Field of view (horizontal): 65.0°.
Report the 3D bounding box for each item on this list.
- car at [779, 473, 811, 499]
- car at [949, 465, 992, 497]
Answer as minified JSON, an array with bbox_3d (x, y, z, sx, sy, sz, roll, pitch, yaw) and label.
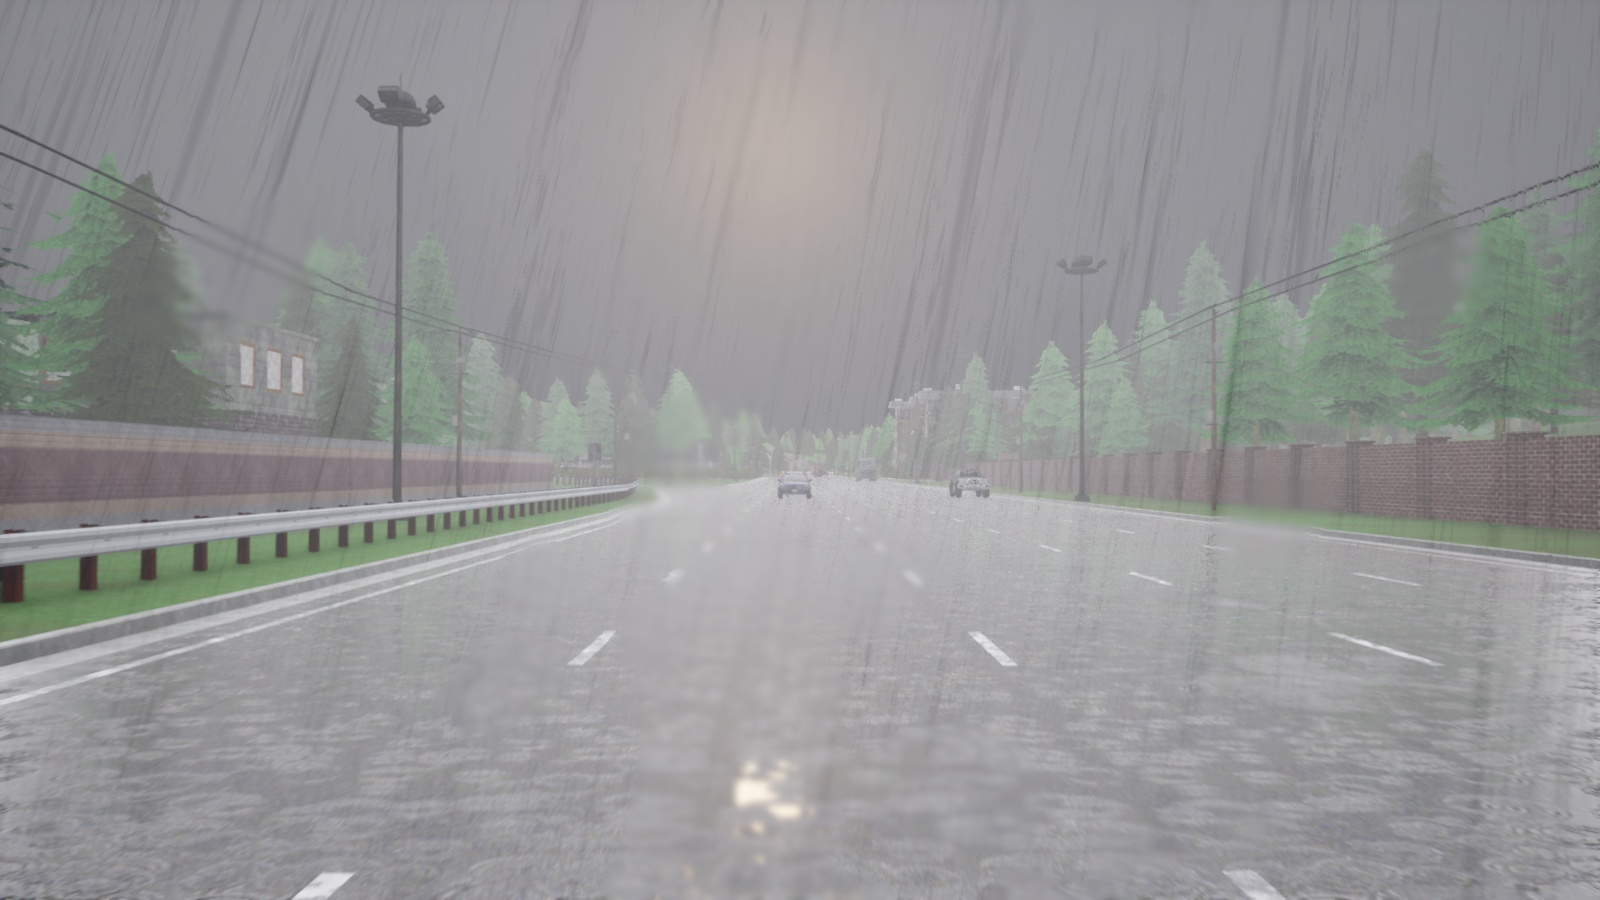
[{"bbox_3d":[-0.284,2.052,72.312,1.812,1.442,4.674,0,-1,0],"label":"car"},{"bbox_3d":[10.202,1.856,75.576,1.932,1.855,4.605,0,-1,0],"label":"car"}]
